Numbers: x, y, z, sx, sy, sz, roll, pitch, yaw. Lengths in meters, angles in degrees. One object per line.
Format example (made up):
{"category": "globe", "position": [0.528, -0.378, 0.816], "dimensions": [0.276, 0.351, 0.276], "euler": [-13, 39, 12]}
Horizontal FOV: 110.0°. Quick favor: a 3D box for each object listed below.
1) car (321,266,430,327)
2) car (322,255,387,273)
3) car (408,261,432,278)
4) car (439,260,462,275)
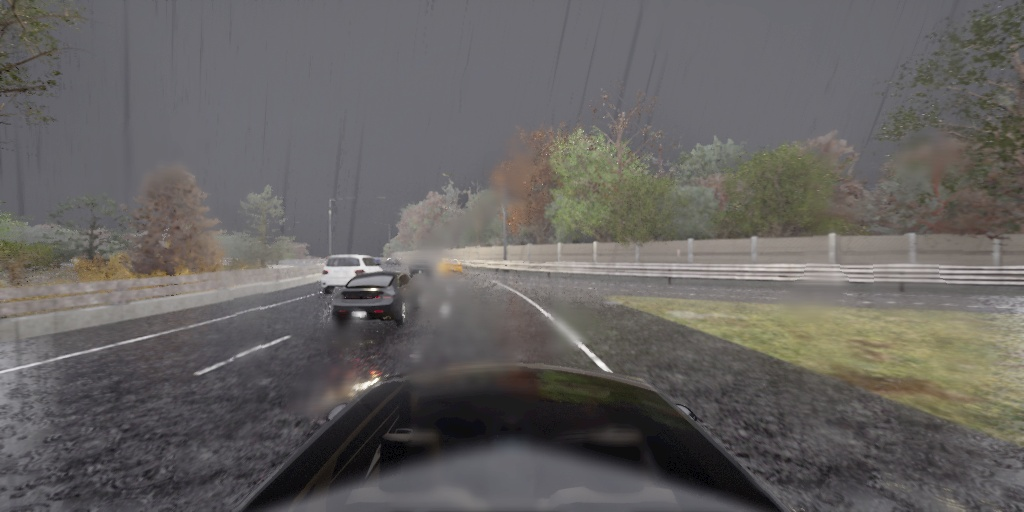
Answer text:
{"category": "car", "position": [-4.073, 1.249, 11.594], "dimensions": [1.837, 1.490, 4.892], "euler": [0, 0, -4]}
{"category": "car", "position": [-8.820, 0.964, 20.225], "dimensions": [2.150, 2.045, 5.566], "euler": [0, 0, -9]}
{"category": "car", "position": [-8.574, 1.217, 33.520], "dimensions": [1.837, 1.490, 4.892], "euler": [0, 0, -17]}
{"category": "car", "position": [-6.708, 1.171, 38.702], "dimensions": [1.882, 1.535, 5.008], "euler": [0, 0, -19]}
